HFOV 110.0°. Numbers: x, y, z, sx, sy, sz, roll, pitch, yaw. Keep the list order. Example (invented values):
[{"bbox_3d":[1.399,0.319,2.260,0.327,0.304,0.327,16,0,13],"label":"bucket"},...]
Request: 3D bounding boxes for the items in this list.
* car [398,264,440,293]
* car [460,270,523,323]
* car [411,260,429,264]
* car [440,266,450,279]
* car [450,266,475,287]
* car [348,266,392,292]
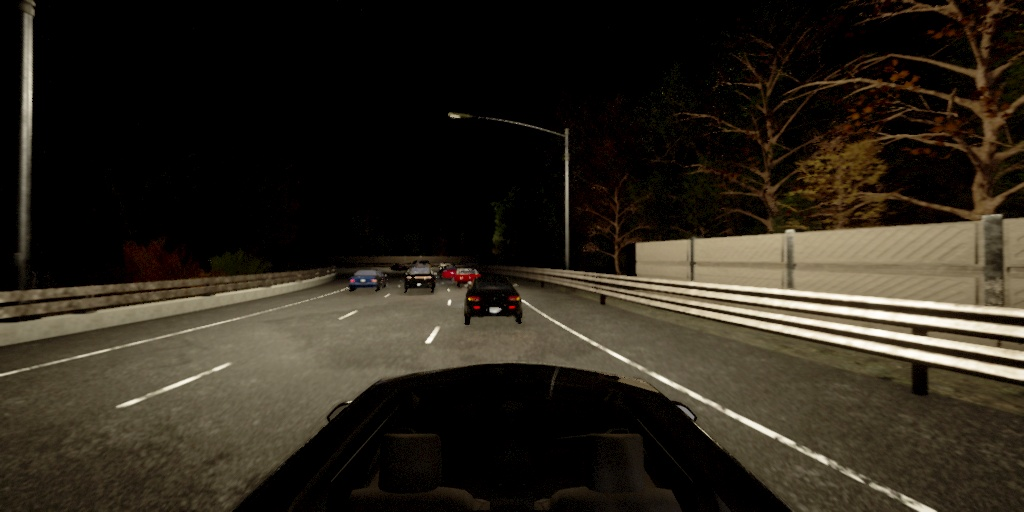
[{"bbox_3d":[-5.961,1.512,23.476,2.128,1.511,4.902,0,-1,-12],"label":"car"},{"bbox_3d":[-0.724,1.406,12.621,1.812,1.442,4.674,0,0,-6],"label":"car"},{"bbox_3d":[-14.355,1.641,55.676,2.150,2.045,5.566,0,-1,-29],"label":"car"},{"bbox_3d":[-6.996,1.779,39.780,1.994,1.385,4.181,0,-1,-19],"label":"car"},{"bbox_3d":[-3.615,1.674,28.392,1.895,1.301,4.718,0,-1,-13],"label":"car"},{"bbox_3d":[-9.658,1.586,24.285,2.033,1.411,5.357,0,-1,-13],"label":"car"}]
